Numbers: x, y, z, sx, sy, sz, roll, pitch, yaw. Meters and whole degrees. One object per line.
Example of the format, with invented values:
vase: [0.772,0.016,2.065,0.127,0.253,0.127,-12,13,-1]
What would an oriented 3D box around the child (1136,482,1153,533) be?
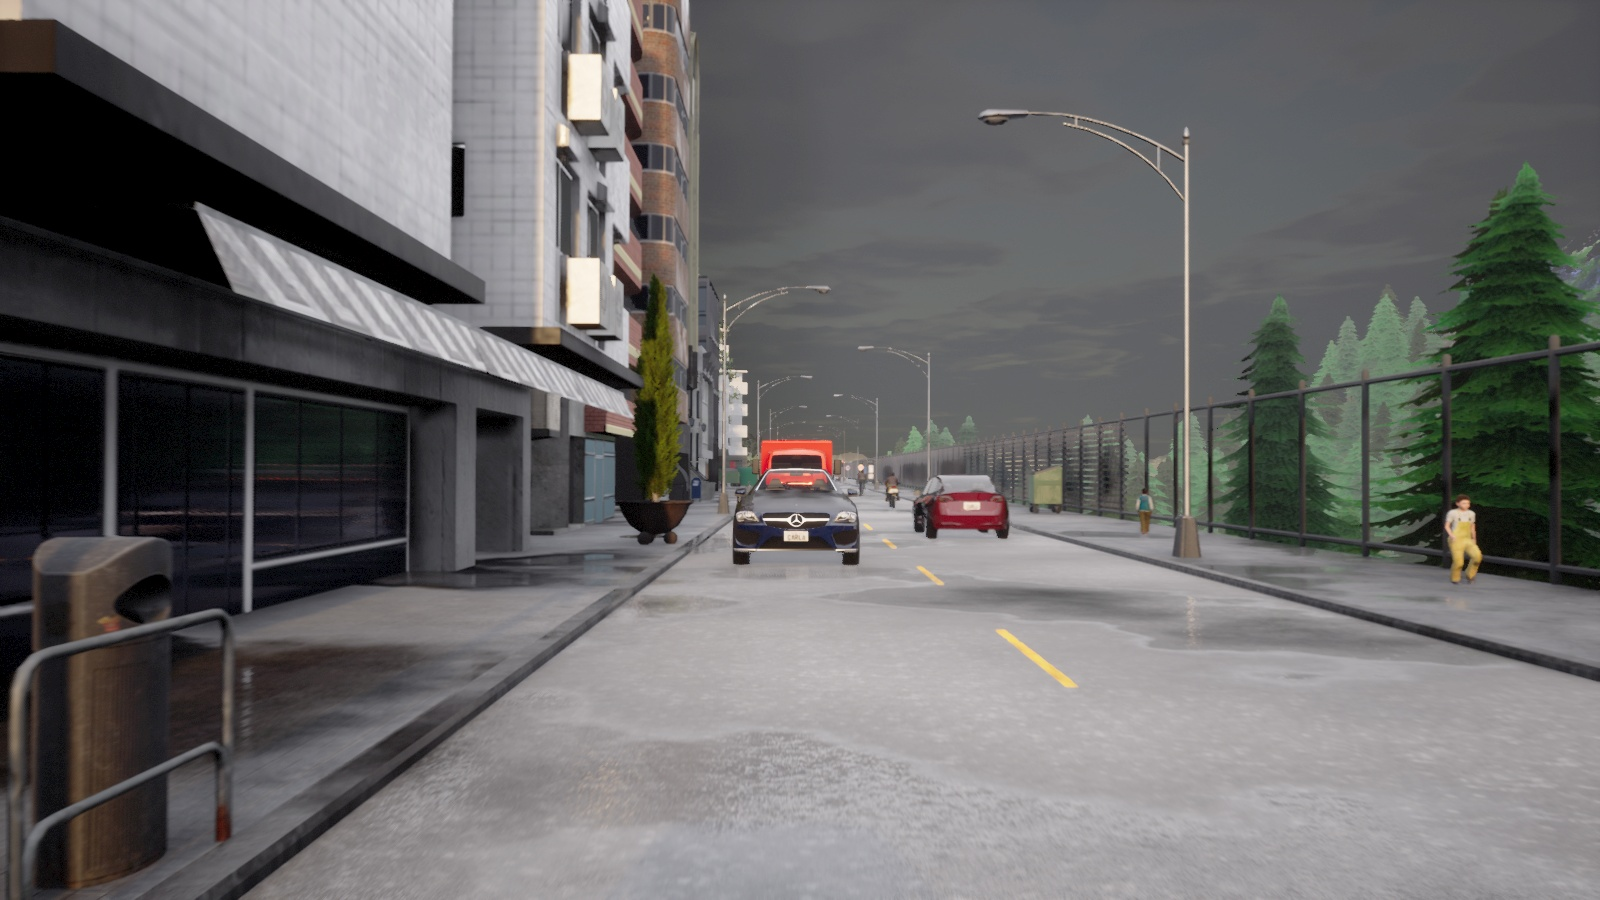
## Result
child: [8.228,1.374,29.978,0.343,1.192,0.448,-1,-1,22]

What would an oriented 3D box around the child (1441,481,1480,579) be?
child: [8.725,1.047,16.586,0.270,1.263,0.437,0,-1,1]

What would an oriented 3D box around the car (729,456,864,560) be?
car: [-0.059,0.972,22.619,2.152,1.651,5.027,0,-1,0]

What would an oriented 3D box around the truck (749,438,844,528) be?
truck: [-0.098,0.952,37.253,2.627,2.467,5.204,0,-1,0]

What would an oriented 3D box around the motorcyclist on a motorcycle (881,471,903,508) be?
motorcyclist on a motorcycle: [3.864,1.665,52.815,0.797,1.523,2.044,0,-1,0]

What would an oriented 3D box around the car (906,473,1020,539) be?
car: [3.919,1.318,31.029,2.163,1.488,4.792,0,-1,0]
